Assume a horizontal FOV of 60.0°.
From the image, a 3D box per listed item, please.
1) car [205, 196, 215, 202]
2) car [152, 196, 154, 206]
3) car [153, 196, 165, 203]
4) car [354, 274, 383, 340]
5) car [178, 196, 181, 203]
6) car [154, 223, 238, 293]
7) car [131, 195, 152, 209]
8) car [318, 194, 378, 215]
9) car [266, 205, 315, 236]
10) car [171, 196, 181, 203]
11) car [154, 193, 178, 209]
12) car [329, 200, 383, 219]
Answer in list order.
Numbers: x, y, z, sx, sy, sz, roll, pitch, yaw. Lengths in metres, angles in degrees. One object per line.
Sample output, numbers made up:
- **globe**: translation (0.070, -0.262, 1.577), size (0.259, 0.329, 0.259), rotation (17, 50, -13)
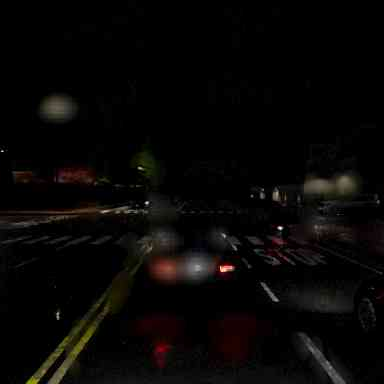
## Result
- **car**: translation (3.954, 1.553, 74.881), size (1.994, 1.385, 4.181), rotation (0, 0, 8)
- **car**: translation (-6.949, 1.352, 54.191), size (2.097, 1.767, 4.553), rotation (0, 0, 1)
- **car**: translation (-6.770, 1.564, 68.128), size (1.994, 1.385, 4.181), rotation (0, 0, 1)
- **car**: translation (3.591, 1.526, 3.570), size (1.812, 1.442, 4.674), rotation (0, 0, 0)
- **car**: translation (-3.427, 1.600, 56.105), size (1.895, 1.301, 4.718), rotation (0, 0, 1)
- **car**: translation (0.025, 1.547, 8.993), size (2.033, 1.411, 5.357), rotation (0, 0, -1)
- **car**: translation (-7.017, 1.505, 45.224), size (1.837, 1.490, 4.892), rotation (0, 0, 1)
- **car**: translation (15.020, 1.221, 31.820), size (5.566, 2.045, 2.150), rotation (0, 0, 1)
- **car**: translation (5.510, 1.505, 18.583), size (1.837, 1.490, 4.892), rotation (-2, -1, 28)
- **car**: translation (-3.249, 1.504, 69.316), size (1.837, 1.490, 4.892), rotation (0, 0, 0)
- **car**: translation (-3.514, 1.221, 46.150), size (2.150, 2.045, 5.566), rotation (0, 0, 1)
- **car**: translation (14.608, 1.601, 28.301), size (4.718, 1.301, 1.895), rotation (0, 0, 0)
